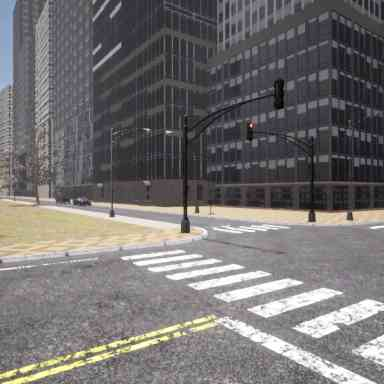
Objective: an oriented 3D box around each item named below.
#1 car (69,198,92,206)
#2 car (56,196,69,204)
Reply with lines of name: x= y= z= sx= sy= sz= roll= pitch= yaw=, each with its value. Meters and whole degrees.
car: x=-17.950 y=1.603 z=54.017 sx=1.895 sy=1.301 sz=4.718 roll=0 pitch=0 yaw=-35
car: x=-24.613 y=1.512 z=63.526 sx=1.837 sy=1.490 sz=4.892 roll=0 pitch=0 yaw=-35
